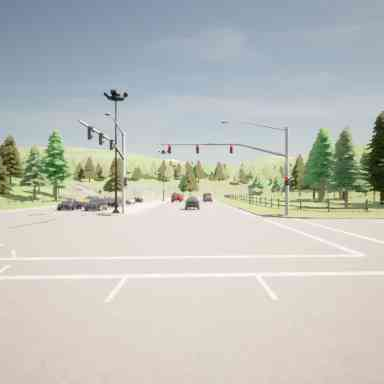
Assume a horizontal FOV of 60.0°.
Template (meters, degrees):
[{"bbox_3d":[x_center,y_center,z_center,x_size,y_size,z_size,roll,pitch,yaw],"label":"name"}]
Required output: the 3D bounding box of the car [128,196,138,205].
[{"bbox_3d":[-11.537,1.601,59.696,1.895,1.301,4.718,0,0,1],"label":"car"}]

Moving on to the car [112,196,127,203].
[{"bbox_3d":[-14.950,1.595,68.736,1.895,1.301,4.718,0,0,0],"label":"car"}]

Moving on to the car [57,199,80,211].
[{"bbox_3d":[-15.060,1.564,41.207,1.994,1.385,4.181,0,0,1],"label":"car"}]

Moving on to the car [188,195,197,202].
[{"bbox_3d":[0.091,1.475,74.192,1.882,1.535,5.008,0,0,1],"label":"car"}]

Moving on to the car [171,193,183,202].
[{"bbox_3d":[-3.413,1.220,73.812,2.150,2.045,5.566,0,0,1],"label":"car"}]

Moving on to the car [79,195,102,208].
[{"bbox_3d":[-15.060,1.352,49.714,2.097,1.767,4.553,0,0,0],"label":"car"}]

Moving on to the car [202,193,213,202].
[{"bbox_3d":[3.587,1.536,73.774,2.033,1.411,5.357,0,0,1],"label":"car"}]

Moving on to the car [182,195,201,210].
[{"bbox_3d":[0.029,1.504,43.173,1.837,1.490,4.892,0,0,0],"label":"car"}]

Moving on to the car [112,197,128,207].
[{"bbox_3d":[-11.564,1.547,50.112,2.033,1.411,5.357,0,0,0],"label":"car"}]

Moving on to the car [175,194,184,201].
[{"bbox_3d":[-3.183,1.419,84.557,1.882,1.535,5.008,0,0,2],"label":"car"}]

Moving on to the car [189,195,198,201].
[{"bbox_3d":[0.316,1.466,84.463,2.128,1.511,4.902,0,0,2],"label":"car"}]

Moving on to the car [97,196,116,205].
[{"bbox_3d":[-15.032,1.491,58.593,2.128,1.511,4.902,0,0,0],"label":"car"}]

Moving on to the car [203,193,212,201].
[{"bbox_3d":[3.815,1.166,84.398,2.150,2.045,5.566,0,0,2],"label":"car"}]

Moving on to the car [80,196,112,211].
[{"bbox_3d":[-11.572,1.505,40.374,1.837,1.490,4.892,0,0,0],"label":"car"}]

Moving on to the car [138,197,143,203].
[{"bbox_3d":[-11.449,1.595,69.889,1.895,1.301,4.718,0,0,0],"label":"car"}]
